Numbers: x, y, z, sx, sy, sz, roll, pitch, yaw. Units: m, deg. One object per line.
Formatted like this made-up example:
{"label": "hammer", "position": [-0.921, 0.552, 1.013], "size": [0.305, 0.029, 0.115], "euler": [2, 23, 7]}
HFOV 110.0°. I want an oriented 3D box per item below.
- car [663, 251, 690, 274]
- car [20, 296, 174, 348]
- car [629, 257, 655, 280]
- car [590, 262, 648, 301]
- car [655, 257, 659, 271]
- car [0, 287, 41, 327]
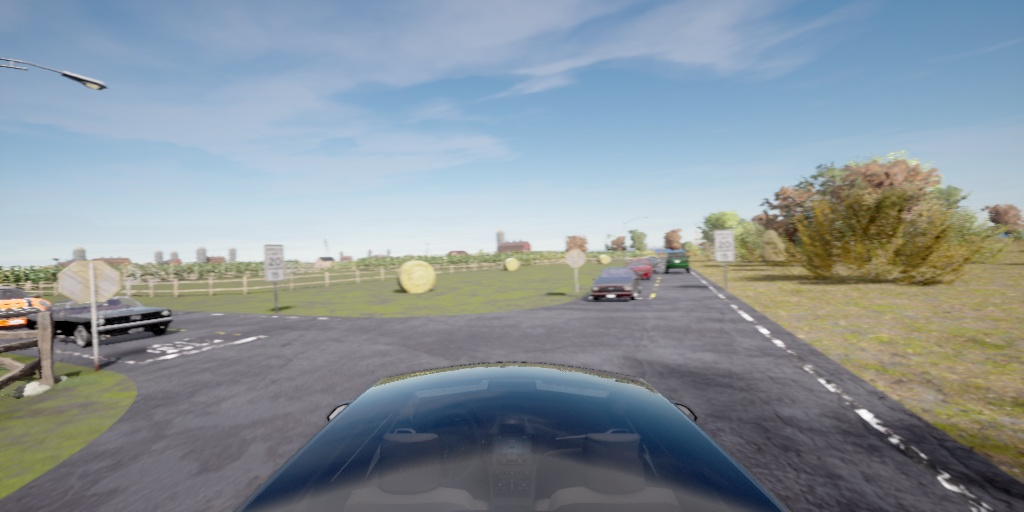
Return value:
{"label": "car", "position": [16.109, 0.586, 35.110], "size": [2.150, 2.045, 5.566], "euler": [-3, -1, 24]}
{"label": "car", "position": [-13.161, 1.984, 11.468], "size": [4.718, 1.301, 1.895], "euler": [-3, 0, 23]}
{"label": "car", "position": [9.906, 1.053, 28.187], "size": [1.882, 1.535, 5.008], "euler": [-3, -1, 24]}
{"label": "car", "position": [5.083, 1.226, 17.102], "size": [2.033, 1.411, 5.357], "euler": [-3, -1, 24]}
{"label": "car", "position": [14.706, 0.983, 39.185], "size": [1.837, 1.490, 4.892], "euler": [-3, -1, 24]}
{"label": "car", "position": [-21.768, 2.117, 15.108], "size": [4.553, 1.767, 2.097], "euler": [-3, 0, 23]}
